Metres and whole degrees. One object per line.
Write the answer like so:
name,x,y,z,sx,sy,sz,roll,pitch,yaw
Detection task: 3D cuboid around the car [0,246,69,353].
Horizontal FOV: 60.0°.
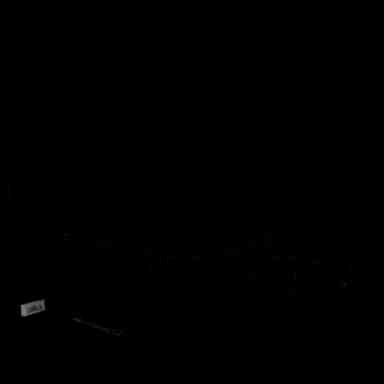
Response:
car,-3.822,1.609,5.687,4.313,1.339,1.947,0,0,35

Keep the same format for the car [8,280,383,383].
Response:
car,0.746,1.571,2.432,4.313,1.339,1.947,0,0,35
